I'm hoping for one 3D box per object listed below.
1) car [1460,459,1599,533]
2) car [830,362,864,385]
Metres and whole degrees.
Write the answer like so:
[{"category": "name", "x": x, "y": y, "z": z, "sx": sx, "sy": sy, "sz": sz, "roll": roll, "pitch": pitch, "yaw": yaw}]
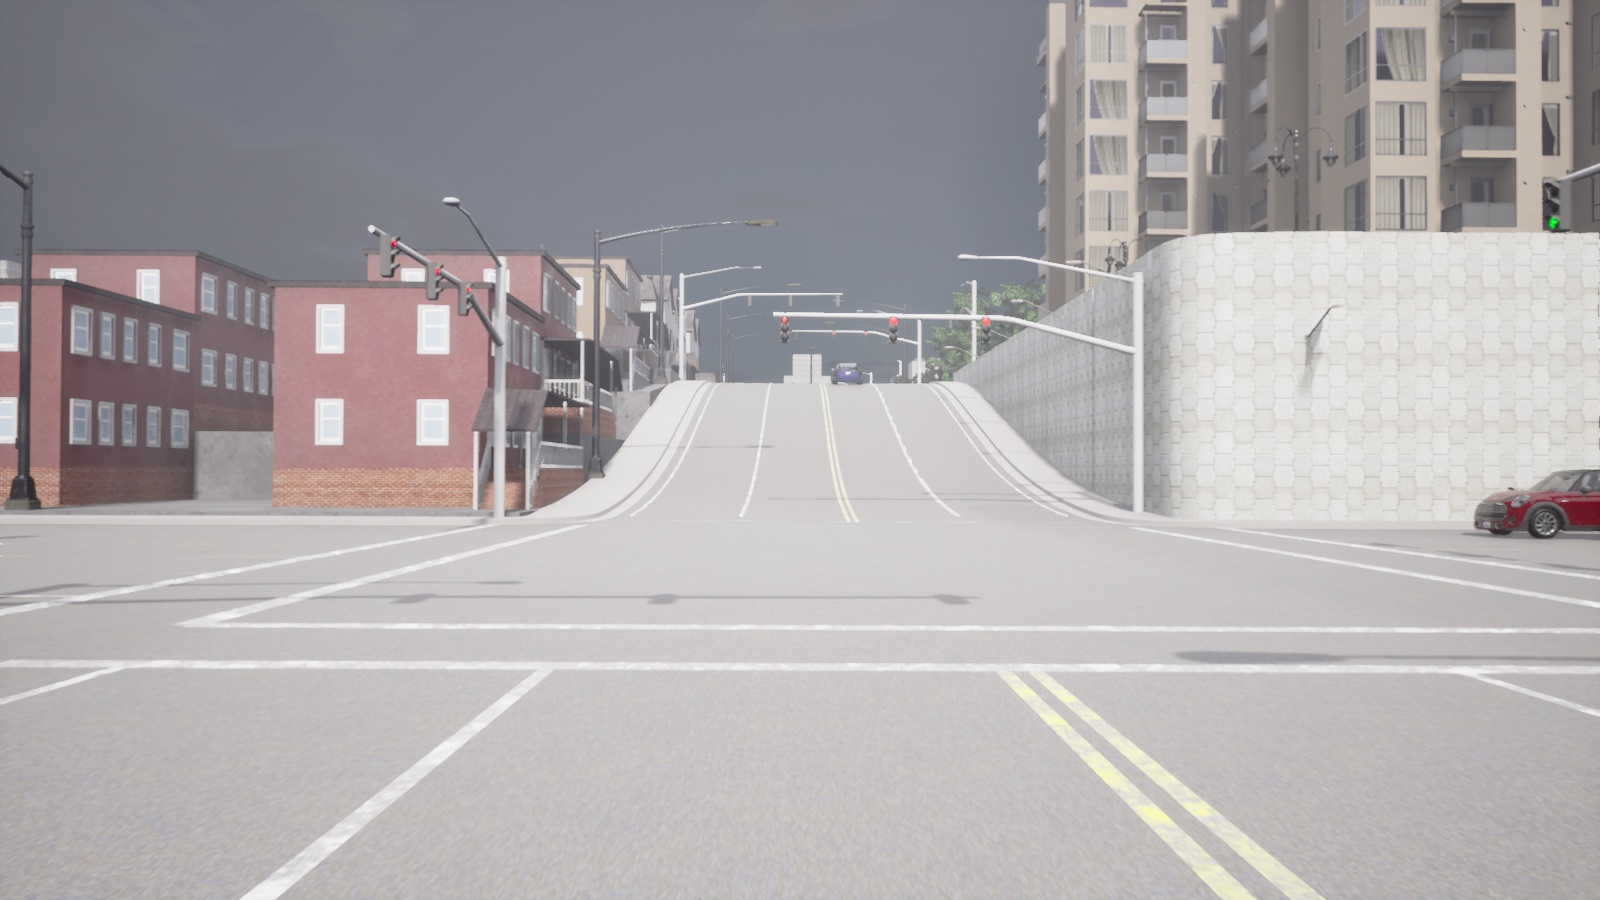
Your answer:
[{"category": "car", "x": 19.164, "y": 1.116, "z": 31.043, "sx": 4.553, "sy": 1.767, "sz": 2.097, "roll": 0, "pitch": -1, "yaw": 0}, {"category": "car", "x": 3.198, "y": -5.264, "z": 86.597, "sx": 2.163, "sy": 1.488, "sz": 4.792, "roll": 0, "pitch": 3, "yaw": 0}]
